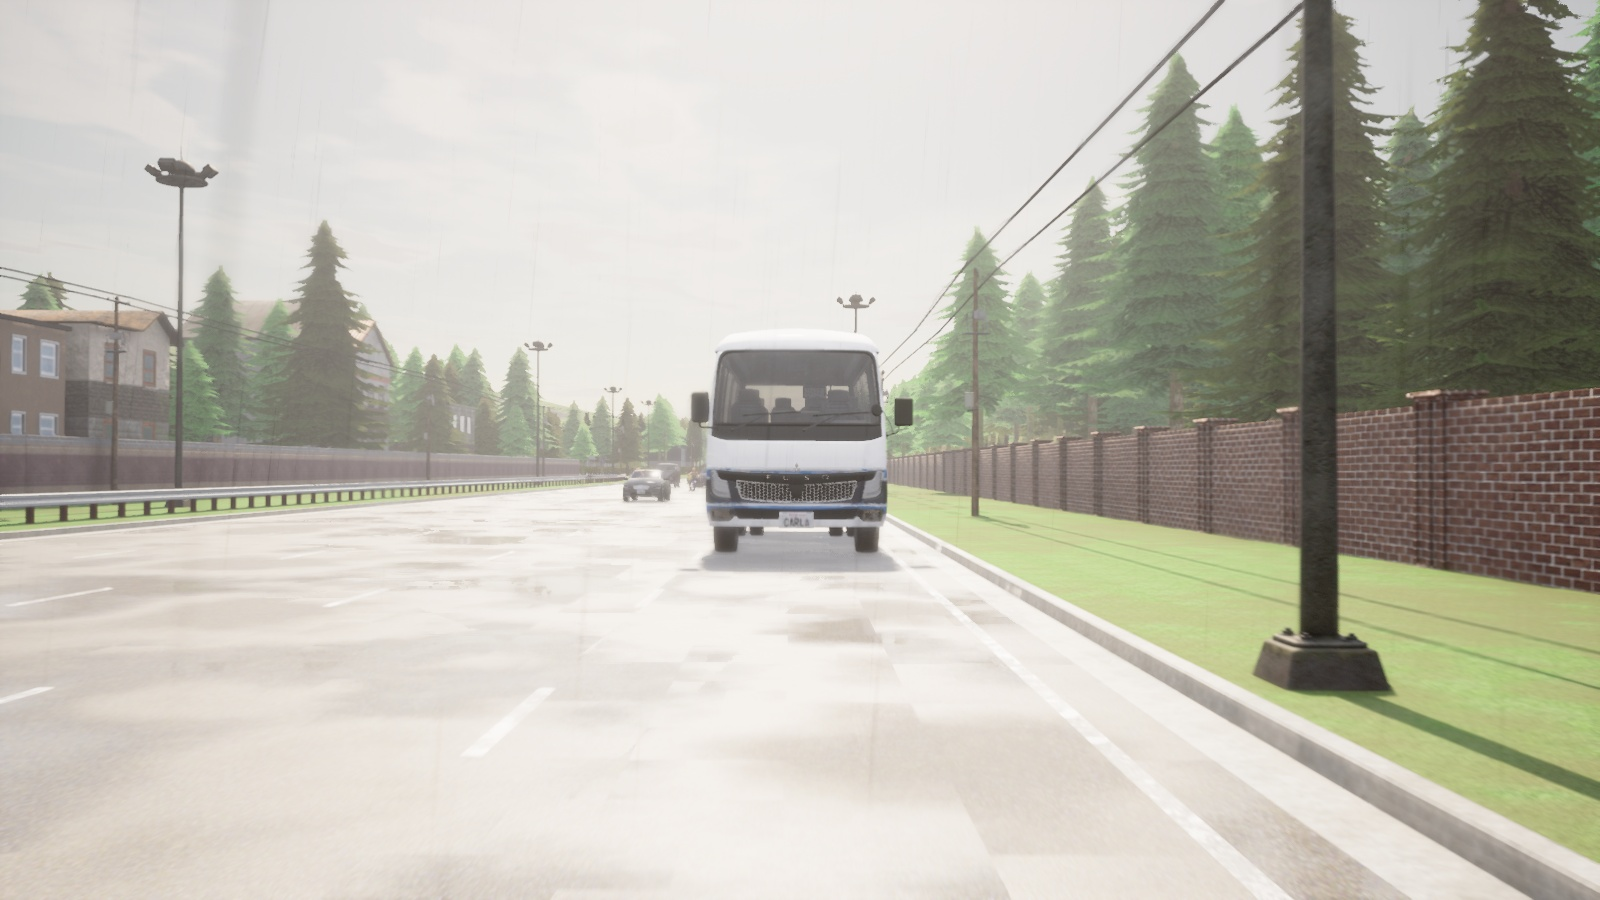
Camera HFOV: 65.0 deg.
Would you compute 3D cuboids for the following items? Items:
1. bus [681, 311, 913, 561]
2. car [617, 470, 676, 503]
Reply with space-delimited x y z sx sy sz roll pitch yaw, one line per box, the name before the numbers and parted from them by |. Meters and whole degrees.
bus | -0.068 -0.168 26.568 3.944 4.253 10.273 0 -1 0
car | -7.139 1.677 58.861 2.128 1.511 4.902 0 -1 0
